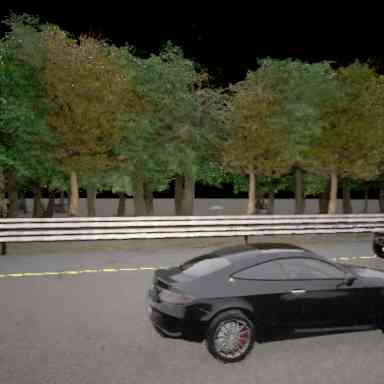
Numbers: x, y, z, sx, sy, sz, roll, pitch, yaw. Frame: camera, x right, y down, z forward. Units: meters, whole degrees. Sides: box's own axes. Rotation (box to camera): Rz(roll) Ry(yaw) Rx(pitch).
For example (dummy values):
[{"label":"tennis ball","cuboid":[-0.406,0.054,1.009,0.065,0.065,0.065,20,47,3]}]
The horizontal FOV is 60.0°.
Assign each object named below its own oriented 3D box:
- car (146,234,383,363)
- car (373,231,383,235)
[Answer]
[{"label":"car","cuboid":[1.576,1.612,5.659,4.674,1.442,1.812,0,-1,-14]},{"label":"car","cuboid":[8.469,1.656,10.992,5.008,1.535,1.882,0,-1,-14]}]
